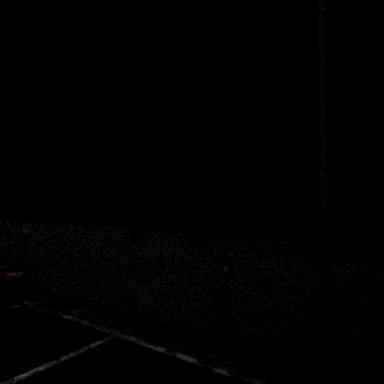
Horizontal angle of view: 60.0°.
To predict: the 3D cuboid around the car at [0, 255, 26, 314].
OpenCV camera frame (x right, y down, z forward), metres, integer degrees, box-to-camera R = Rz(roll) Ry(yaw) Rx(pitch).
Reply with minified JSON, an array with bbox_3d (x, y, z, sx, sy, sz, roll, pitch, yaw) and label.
[{"bbox_3d":[-5.102,1.617,6.604,4.507,1.381,1.887,-1,0,36],"label":"car"}]
